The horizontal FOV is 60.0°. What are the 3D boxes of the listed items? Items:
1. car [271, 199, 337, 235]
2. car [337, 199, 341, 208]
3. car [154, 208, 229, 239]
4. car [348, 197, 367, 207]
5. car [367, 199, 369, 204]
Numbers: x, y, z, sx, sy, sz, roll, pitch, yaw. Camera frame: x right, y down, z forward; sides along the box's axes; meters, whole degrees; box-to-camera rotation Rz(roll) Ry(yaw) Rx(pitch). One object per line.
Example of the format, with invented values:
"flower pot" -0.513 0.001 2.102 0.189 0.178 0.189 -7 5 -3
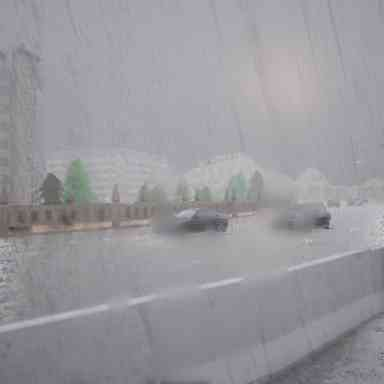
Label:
"car" 6.502 1.411 19.566 2.097 1.767 4.553 -1 0 43
"car" 22.404 1.750 52.536 2.033 1.411 5.357 -1 0 20
"car" 0.100 1.596 18.022 4.674 1.442 1.812 0 0 -44
"car" 26.952 1.676 54.971 2.128 1.511 4.902 -1 0 19
"car" 35.665 1.698 69.821 2.033 1.411 5.357 -1 0 18
